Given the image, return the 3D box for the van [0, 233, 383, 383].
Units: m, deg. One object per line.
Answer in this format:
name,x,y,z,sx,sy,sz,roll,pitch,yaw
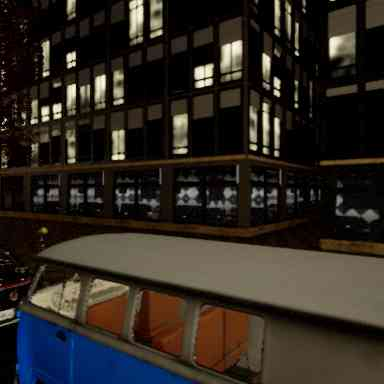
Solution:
van,0.123,1.341,2.784,3.998,1.788,1.690,0,0,36
